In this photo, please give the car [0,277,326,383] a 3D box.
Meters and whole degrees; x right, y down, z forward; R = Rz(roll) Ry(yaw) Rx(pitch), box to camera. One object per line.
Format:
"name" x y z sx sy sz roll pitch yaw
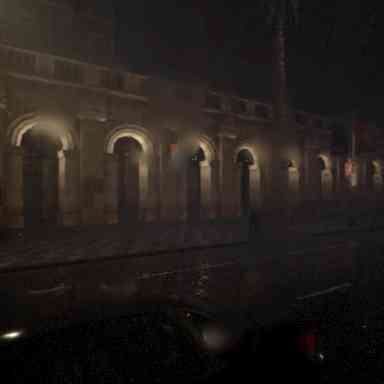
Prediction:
"car" -1.172 1.544 2.650 5.357 1.411 2.033 0 0 -35
